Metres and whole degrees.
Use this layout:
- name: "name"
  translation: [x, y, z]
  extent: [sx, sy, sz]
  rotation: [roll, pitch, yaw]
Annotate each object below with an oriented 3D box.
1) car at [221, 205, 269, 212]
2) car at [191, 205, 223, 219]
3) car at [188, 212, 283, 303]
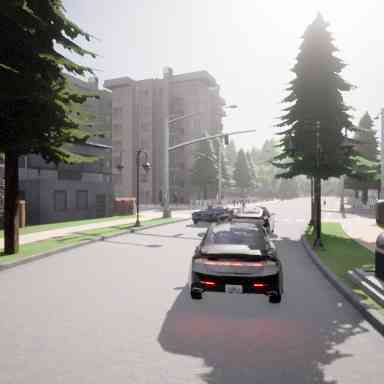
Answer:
- name: "car"
  translation: [3.231, 1.491, 17.375]
  extent: [2.128, 1.511, 4.902]
  rotation: [0, 0, 18]
- name: "car"
  translation: [1.597, 1.604, 24.014]
  extent: [1.895, 1.301, 4.718]
  rotation: [0, 0, 23]
- name: "car"
  translation: [1.105, 1.492, 8.268]
  extent: [2.128, 1.511, 4.902]
  rotation: [0, 0, 9]
